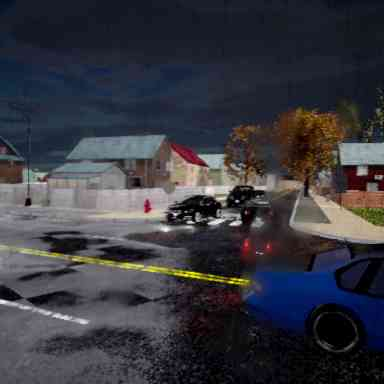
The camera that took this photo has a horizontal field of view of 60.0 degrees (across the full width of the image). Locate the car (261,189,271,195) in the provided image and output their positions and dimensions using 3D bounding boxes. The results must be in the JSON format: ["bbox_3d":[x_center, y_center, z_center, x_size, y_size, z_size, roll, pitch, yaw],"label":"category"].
[{"bbox_3d":[8.630,0.443,42.811,1.812,1.442,4.674,1,1,19],"label":"car"}]

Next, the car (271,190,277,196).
[{"bbox_3d":[13.212,0.219,56.387,1.895,1.301,4.718,1,2,19],"label":"car"}]

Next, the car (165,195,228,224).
[{"bbox_3d":[0.240,0.940,19.888,1.837,1.490,4.892,2,2,27],"label":"car"}]

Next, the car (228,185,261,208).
[{"bbox_3d":[4.781,0.405,31.234,2.150,2.045,5.566,1,1,18],"label":"car"}]

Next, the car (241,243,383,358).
[{"bbox_3d":[3.450,1.500,4.599,5.357,1.411,2.033,2,2,24],"label":"car"}]

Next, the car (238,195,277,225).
[{"bbox_3d":[3.905,1.089,19.601,1.895,1.301,4.718,1,2,10],"label":"car"}]
